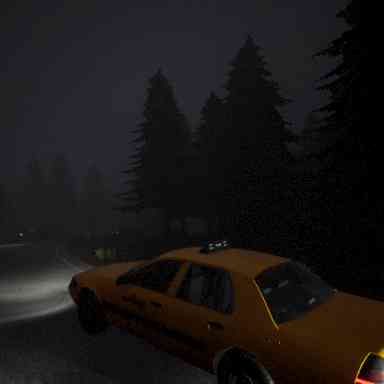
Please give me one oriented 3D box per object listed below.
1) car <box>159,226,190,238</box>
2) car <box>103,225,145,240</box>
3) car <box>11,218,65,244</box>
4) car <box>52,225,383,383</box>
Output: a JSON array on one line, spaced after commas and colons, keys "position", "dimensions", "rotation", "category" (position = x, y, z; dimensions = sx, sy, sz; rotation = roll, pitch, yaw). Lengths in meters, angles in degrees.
[{"position": [-2.314, 5.544, 46.281], "dimensions": [1.882, 1.535, 5.008], "rotation": [-5, -8, 30], "category": "car"}, {"position": [-7.438, 4.510, 36.976], "dimensions": [2.033, 1.411, 5.357], "rotation": [-4, -8, 20], "category": "car"}, {"position": [-12.734, 3.229, 28.184], "dimensions": [2.150, 2.045, 5.566], "rotation": [-4, -7, 7], "category": "car"}, {"position": [0.121, 1.441, 4.753], "dimensions": [5.366, 1.575, 1.801], "rotation": [0, 1, 43], "category": "car"}]
